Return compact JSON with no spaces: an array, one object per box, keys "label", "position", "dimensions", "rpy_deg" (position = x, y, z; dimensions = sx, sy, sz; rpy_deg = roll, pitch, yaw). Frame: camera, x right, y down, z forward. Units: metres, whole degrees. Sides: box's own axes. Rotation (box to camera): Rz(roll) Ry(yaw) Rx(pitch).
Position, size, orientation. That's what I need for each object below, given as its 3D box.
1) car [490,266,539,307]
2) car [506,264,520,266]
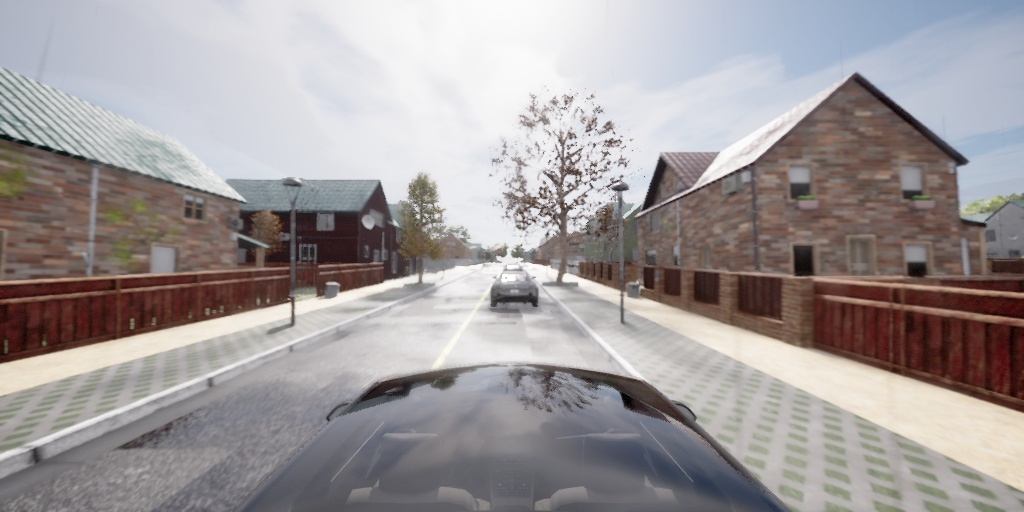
[{"label":"car","position":[0.104,1.331,15.705],"dimensions":[1.994,1.385,4.181],"rpy_deg":[0,0,0]},{"label":"car","position":[0.110,1.366,32.267],"dimensions":[1.994,1.385,4.181],"rpy_deg":[0,0,0]}]
